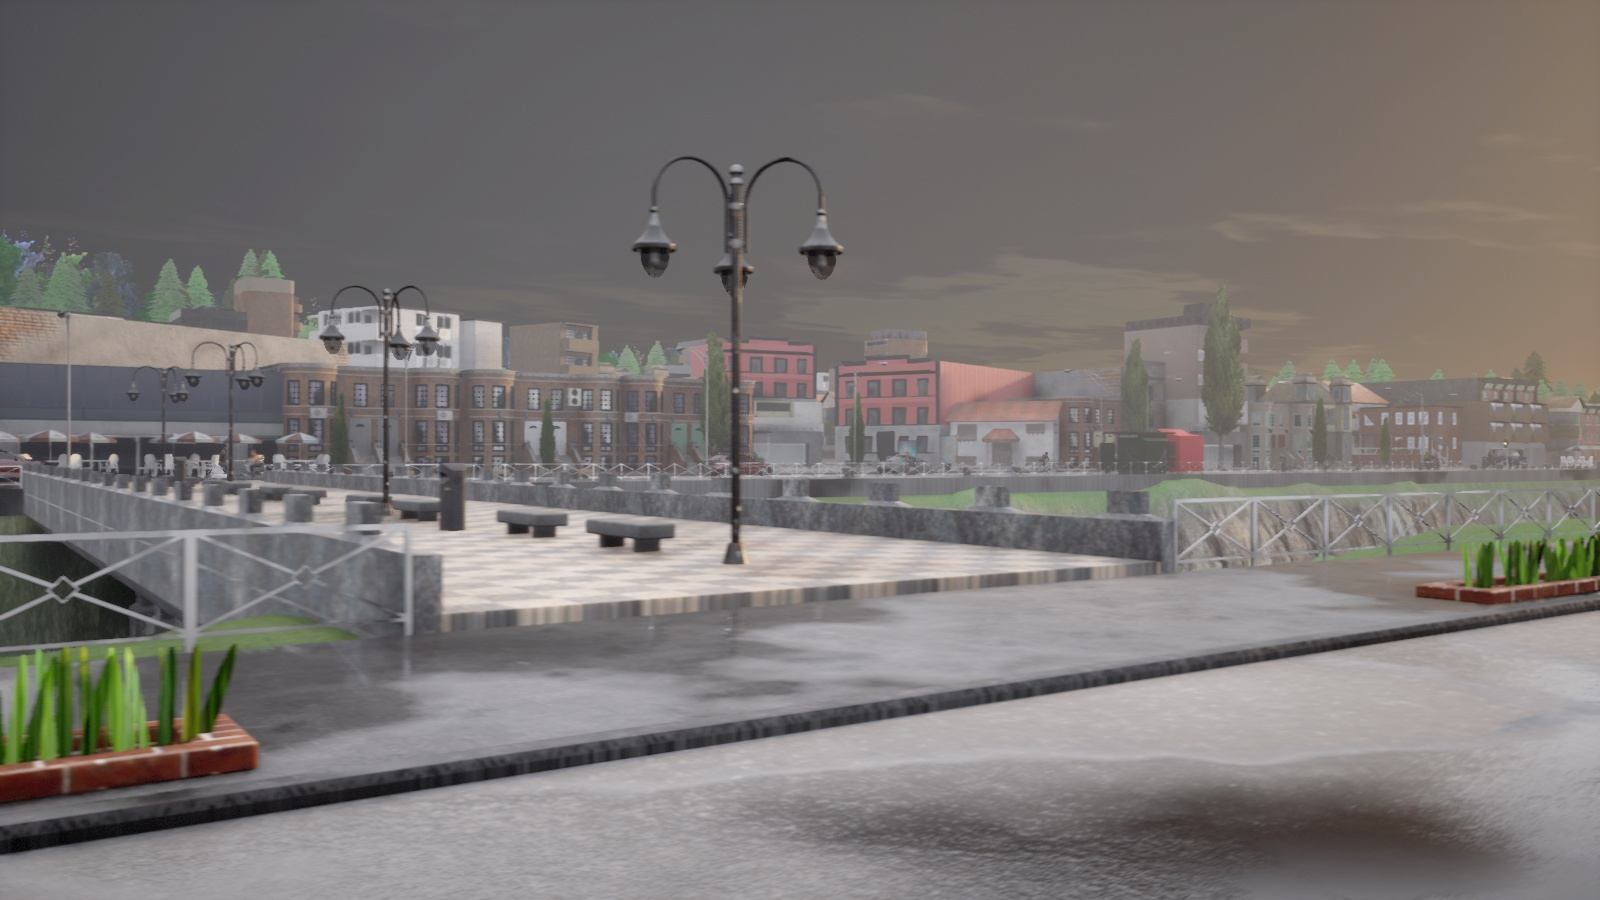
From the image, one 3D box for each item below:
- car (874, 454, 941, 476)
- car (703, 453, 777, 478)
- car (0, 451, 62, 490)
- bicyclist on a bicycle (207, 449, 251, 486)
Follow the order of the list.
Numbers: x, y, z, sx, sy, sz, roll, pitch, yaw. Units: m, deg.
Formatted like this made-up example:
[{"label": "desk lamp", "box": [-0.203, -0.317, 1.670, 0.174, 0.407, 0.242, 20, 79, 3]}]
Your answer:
[{"label": "car", "box": [7.265, 1.000, 84.491, 4.181, 1.385, 1.994, 0, 0, -35]}, {"label": "car", "box": [-3.683, 0.955, 76.867, 4.193, 1.474, 1.816, 0, 0, -35]}, {"label": "car", "box": [-35.199, 0.883, 54.918, 4.856, 1.649, 2.033, 0, 0, -35]}, {"label": "bicyclist on a bicycle", "box": [-27.426, 0.821, 60.332, 1.843, 1.776, 0.659, 0, 0, -35]}]
